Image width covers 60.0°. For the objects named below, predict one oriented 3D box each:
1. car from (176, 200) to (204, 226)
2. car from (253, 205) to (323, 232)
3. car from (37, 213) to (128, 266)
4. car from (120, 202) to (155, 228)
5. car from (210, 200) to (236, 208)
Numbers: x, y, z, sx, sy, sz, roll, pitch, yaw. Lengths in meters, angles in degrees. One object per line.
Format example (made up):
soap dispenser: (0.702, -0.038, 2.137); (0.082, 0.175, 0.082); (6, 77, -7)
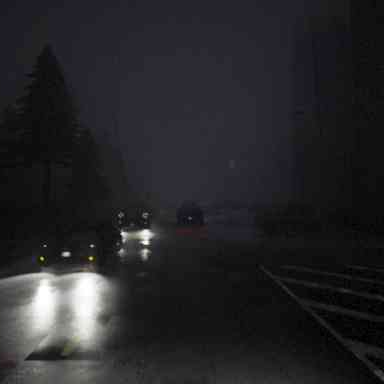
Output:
car: (-0.147, 1.652, 25.000); (1.882, 1.535, 5.008); (0, 0, -1)
car: (5.842, 1.625, 20.543); (3.988, 1.617, 1.851); (0, 0, -1)
car: (-3.716, 1.648, 11.715); (1.994, 1.385, 4.181); (0, 0, -1)
car: (-3.820, 1.517, 23.435); (2.097, 1.767, 4.553); (0, 0, 0)
car: (5.011, 1.922, 53.544); (4.181, 1.381, 1.994); (0, 0, -1)
